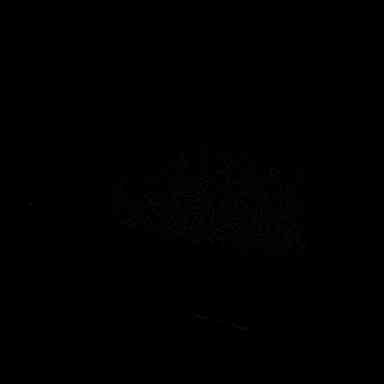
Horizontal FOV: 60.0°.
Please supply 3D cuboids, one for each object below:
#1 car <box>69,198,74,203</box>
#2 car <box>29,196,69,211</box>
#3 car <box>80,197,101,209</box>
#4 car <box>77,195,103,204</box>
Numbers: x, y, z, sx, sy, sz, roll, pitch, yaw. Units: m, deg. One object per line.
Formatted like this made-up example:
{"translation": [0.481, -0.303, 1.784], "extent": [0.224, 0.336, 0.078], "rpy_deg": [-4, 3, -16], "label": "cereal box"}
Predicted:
{"translation": [-22.062, 1.252, 55.570], "extent": [1.895, 1.301, 4.718], "rpy_deg": [0, 0, 21], "label": "car"}
{"translation": [-16.038, 1.286, 36.870], "extent": [1.812, 1.442, 4.674], "rpy_deg": [0, 0, 9], "label": "car"}
{"translation": [-11.788, 1.335, 40.276], "extent": [1.994, 1.385, 4.181], "rpy_deg": [0, 0, 13], "label": "car"}
{"translation": [-17.559, 1.233, 57.350], "extent": [1.994, 1.385, 4.181], "rpy_deg": [0, 0, 22], "label": "car"}
